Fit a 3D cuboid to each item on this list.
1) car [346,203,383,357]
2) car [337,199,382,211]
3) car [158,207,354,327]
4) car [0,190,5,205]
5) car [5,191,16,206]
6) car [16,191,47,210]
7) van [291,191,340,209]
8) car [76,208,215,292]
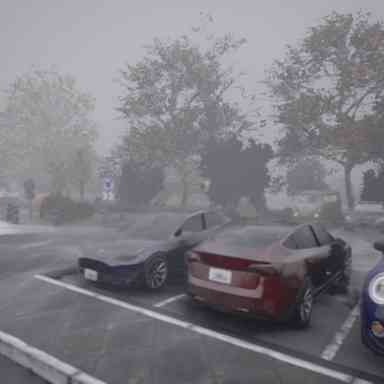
[{"bbox_3d":[4.033,1.172,5.038,2.185,1.767,4.553,2,1,36],"label":"car"},{"bbox_3d":[9.295,1.248,17.349,2.002,1.452,4.674,2,1,36],"label":"car"},{"bbox_3d":[1.776,1.248,6.677,2.163,1.488,4.792,2,1,36],"label":"car"},{"bbox_3d":[-19.355,0.773,37.777,2.163,1.488,4.792,3,2,36],"label":"car"},{"bbox_3d":[-17.175,0.713,36.270,2.185,1.767,4.553,3,2,36],"label":"car"},{"bbox_3d":[-14.959,0.938,34.616,2.097,1.535,5.008,3,2,36],"label":"car"},{"bbox_3d":[7.063,0.908,18.811,1.878,1.987,4.442,2,2,36],"label":"van"},{"bbox_3d":[-0.509,1.168,8.265,2.163,1.488,4.792,2,1,36],"label":"car"}]
